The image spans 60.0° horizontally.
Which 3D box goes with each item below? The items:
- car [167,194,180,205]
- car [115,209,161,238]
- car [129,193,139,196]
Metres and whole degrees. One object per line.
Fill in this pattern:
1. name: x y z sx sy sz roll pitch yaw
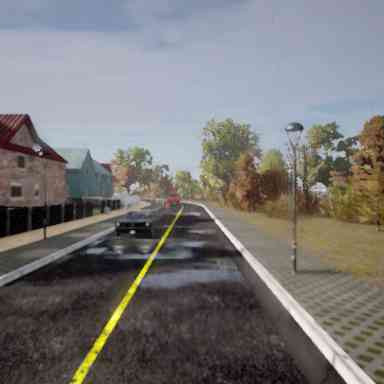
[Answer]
1. car: -3.331 1.311 59.815 2.150 2.045 5.566 0 0 -6
2. car: -2.857 1.636 18.217 1.895 1.301 4.718 0 0 0
3. car: -16.074 1.064 90.987 2.097 1.767 4.553 0 1 -38
